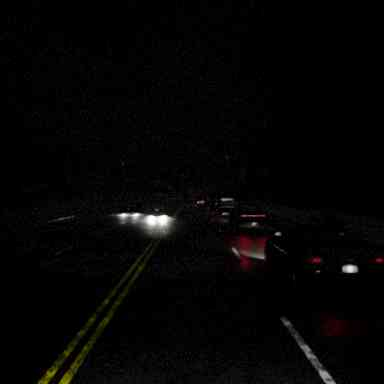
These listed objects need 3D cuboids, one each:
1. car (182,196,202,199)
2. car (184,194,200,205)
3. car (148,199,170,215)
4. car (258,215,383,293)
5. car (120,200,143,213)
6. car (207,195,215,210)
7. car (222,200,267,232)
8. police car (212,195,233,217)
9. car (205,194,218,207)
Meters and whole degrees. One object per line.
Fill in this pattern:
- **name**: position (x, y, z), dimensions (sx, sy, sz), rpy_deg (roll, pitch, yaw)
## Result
- **car**: position (-0.016, 1.239, 79.292), dimensions (5.357, 1.411, 2.033), rpy_deg (1, 2, 45)
- **car**: position (0.006, 1.614, 61.830), dimensions (1.812, 1.442, 4.674), rpy_deg (0, 0, 0)
- **car**: position (-3.342, 1.482, 34.124), dimensions (2.128, 1.511, 4.902), rpy_deg (0, 0, 0)
- **car**: position (3.251, 1.549, 8.846), dimensions (1.994, 1.385, 4.181), rpy_deg (0, 0, 0)
- **car**: position (-6.589, 1.559, 36.534), dimensions (1.994, 1.385, 4.181), rpy_deg (0, 0, 0)
- **car**: position (3.254, 1.512, 41.869), dimensions (1.837, 1.490, 4.892), rpy_deg (0, 0, 0)
- **car**: position (3.252, 1.468, 19.852), dimensions (2.128, 1.511, 4.902), rpy_deg (0, 0, 0)
- **police car**: position (3.253, 1.410, 30.970), dimensions (1.930, 1.638, 5.238), rpy_deg (0, 0, 0)
- **car**: position (3.255, 1.270, 52.908), dimensions (2.150, 2.045, 5.566), rpy_deg (0, 0, 0)
